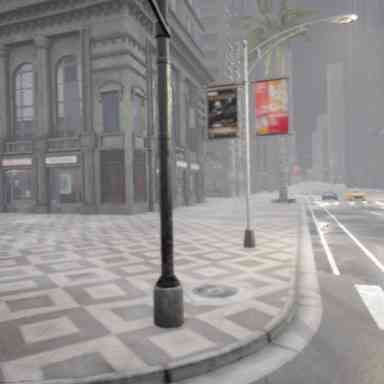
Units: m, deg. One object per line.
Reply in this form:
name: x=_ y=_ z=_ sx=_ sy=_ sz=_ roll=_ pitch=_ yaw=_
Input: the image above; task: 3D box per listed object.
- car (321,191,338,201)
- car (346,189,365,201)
car: x=18.917 y=0.526 z=45.896 sx=1.994 sy=1.385 sz=4.181 roll=-1 pitch=1 yaw=18
car: x=22.003 y=0.381 z=44.886 sx=1.882 sy=1.535 sz=5.008 roll=-1 pitch=1 yaw=18
